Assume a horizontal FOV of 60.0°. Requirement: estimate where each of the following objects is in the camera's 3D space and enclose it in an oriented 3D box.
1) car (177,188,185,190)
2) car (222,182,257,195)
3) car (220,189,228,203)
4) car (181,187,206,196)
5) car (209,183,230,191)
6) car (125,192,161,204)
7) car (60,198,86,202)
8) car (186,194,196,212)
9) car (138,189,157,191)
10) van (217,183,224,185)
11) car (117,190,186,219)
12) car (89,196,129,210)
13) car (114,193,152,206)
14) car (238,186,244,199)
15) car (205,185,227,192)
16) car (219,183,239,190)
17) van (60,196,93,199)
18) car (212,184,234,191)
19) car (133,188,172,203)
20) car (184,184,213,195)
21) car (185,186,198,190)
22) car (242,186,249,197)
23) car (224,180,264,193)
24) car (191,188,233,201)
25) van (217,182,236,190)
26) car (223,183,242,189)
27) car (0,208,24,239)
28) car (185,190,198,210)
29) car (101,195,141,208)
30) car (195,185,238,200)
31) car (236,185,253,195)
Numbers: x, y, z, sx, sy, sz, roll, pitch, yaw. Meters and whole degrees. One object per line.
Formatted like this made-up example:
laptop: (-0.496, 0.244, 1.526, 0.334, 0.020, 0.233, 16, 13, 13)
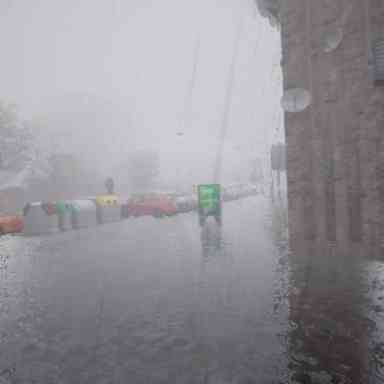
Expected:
car: (-4.187, 0.363, 58.293, 4.553, 1.767, 2.185, -2, 2, 24)
car: (7.843, -0.208, 55.069, 4.553, 1.767, 2.185, -2, 2, 24)
car: (1.006, 0.886, 38.719, 5.366, 1.575, 1.946, -2, 2, 24)
car: (0.306, -0.106, 68.651, 4.792, 1.488, 2.163, -2, 2, 24)
car: (6.944, -1.186, 84.004, 4.553, 1.767, 2.185, -2, 2, 24)
car: (-7.421, 0.942, 50.716, 5.008, 1.535, 2.097, -2, 2, 24)
car: (-14.076, 1.836, 35.345, 4.892, 1.521, 2.231, -2, 1, 24)
car: (-2.615, 1.349, 30.807, 5.008, 1.535, 2.097, -2, 2, 24)
car: (-4.887, 1.023, 37.132, 2.150, 2.045, 5.566, -2, 2, 24)
van: (4.643, -0.974, 78.917, 4.442, 1.987, 1.878, -2, 2, 24)
car: (-3.829, 1.215, 28.115, 5.566, 2.045, 2.435, -2, 1, 24)
car: (-10.750, 1.445, 43.041, 4.674, 1.452, 2.002, -2, 2, 24)
car: (-8.540, 1.098, 48.162, 4.892, 1.521, 2.231, -2, 2, 24)
car: (4.361, 0.438, 46.858, 4.792, 1.488, 2.163, -2, 2, 24)
car: (5.876, -0.868, 81.438, 4.674, 1.452, 2.002, -2, 2, 24)
car: (10.298, -1.523, 91.679, 4.892, 1.521, 2.231, -2, 2, 24)
van: (-12.871, 1.477, 37.868, 4.442, 1.987, 1.878, -2, 2, 24)
car: (8.043, -1.210, 86.441, 5.008, 1.535, 2.097, -2, 2, 24)
car: (-6.306, 0.536, 53.259, 5.566, 2.045, 2.435, -2, 2, 24)
car: (1.399, -0.541, 71.199, 5.566, 2.045, 2.435, -2, 2, 24)
car: (-1.857, 0.200, 63.506, 4.792, 1.488, 2.163, -2, 2, 24)
car: (5.498, 0.287, 49.564, 4.674, 1.452, 2.002, -2, 2, 24)
car: (9.007, -0.491, 57.618, 5.566, 2.045, 2.435, -2, 2, 24)
car: (2.058, 0.728, 41.597, 4.892, 1.521, 2.231, -2, 2, 24)
van: (9.290, -1.600, 89.063, 4.442, 1.987, 1.878, -2, 2, 24)
car: (11.417, -1.678, 94.235, 4.892, 1.521, 2.231, -2, 2, 24)
car: (-11.183, 1.696, 19.102, 2.097, 1.767, 4.553, -2, -1, 0)
car: (-1.531, 1.092, 33.411, 4.553, 1.767, 2.185, -2, 2, 23)
car: (-9.686, 1.258, 45.483, 4.892, 1.521, 2.231, -2, 2, 24)
car: (3.189, 0.445, 44.160, 4.553, 1.767, 2.185, -2, 2, 24)
car: (6.713, 0.118, 52.371, 4.674, 1.452, 2.002, -2, 2, 24)
